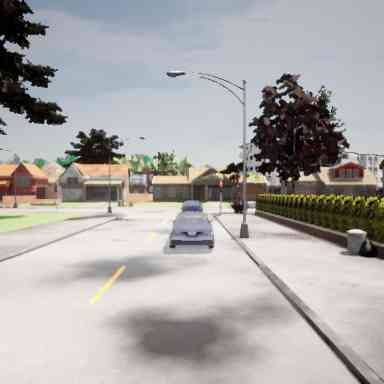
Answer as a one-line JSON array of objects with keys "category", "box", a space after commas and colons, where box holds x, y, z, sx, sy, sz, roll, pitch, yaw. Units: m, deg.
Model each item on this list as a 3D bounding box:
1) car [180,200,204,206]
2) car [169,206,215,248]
[{"category": "car", "box": [0.000, 1.483, 29.650, 1.882, 1.535, 5.008, 0, 0, 0]}, {"category": "car", "box": [0.000, 1.561, 14.650, 2.033, 1.411, 5.357, 0, 0, 0]}]
